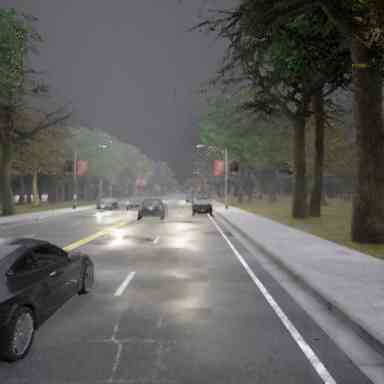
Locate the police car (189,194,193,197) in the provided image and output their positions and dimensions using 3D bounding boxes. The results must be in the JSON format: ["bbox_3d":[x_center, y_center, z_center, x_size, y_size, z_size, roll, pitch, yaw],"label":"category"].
[{"bbox_3d":[0.900,1.387,41.719,1.930,1.638,5.238,0,0,0],"label":"police car"}]

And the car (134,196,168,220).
[{"bbox_3d":[-3.171,1.309,27.615,2.097,1.767,4.553,0,0,0],"label":"car"}]

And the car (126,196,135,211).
[{"bbox_3d":[-6.657,1.312,40.447,2.097,1.767,4.553,0,0,0],"label":"car"}]

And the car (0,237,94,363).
[{"bbox_3d":[-3.152,1.512,5.725,1.812,1.442,4.674,0,0,0],"label":"car"}]

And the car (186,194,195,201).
[{"bbox_3d":[-0.456,1.285,83.238,2.097,1.767,4.553,0,0,-1],"label":"car"}]

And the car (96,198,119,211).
[{"bbox_3d":[-9.903,1.450,39.393,2.128,1.511,4.902,0,0,0],"label":"car"}]

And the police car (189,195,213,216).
[{"bbox_3d":[0.943,1.382,31.707,1.930,1.638,5.238,0,0,0],"label":"police car"}]

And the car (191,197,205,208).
[{"bbox_3d":[0.865,1.446,47.616,1.882,1.535,5.008,0,0,0],"label":"car"}]

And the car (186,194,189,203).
[{"bbox_3d":[-0.271,1.547,67.302,1.994,1.385,4.181,0,0,-1],"label":"car"}]
